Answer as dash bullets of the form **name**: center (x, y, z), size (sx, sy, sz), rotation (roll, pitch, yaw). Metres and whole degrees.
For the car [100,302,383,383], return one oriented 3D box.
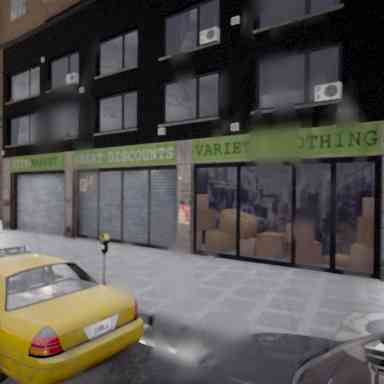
- **car**: center (1.762, 1.551, 1.832), size (4.403, 1.369, 2.008), rotation (0, 1, 36)

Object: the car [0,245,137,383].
- **car**: center (-2.920, 1.520, 5.181), size (4.829, 1.417, 1.752), rotation (0, 1, 36)
